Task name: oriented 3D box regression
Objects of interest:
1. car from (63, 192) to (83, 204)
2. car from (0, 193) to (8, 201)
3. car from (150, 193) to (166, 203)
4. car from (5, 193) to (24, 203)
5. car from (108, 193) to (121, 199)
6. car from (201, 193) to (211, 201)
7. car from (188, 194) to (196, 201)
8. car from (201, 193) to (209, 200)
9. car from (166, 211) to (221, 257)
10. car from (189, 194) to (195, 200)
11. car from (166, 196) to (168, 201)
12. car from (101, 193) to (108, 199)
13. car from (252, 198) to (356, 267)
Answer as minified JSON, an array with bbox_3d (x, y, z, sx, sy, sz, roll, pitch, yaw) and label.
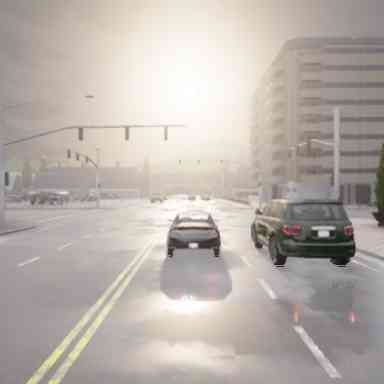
[{"bbox_3d":[-26.714,1.333,74.887,1.970,1.475,3.806,0,0,0],"label":"car"},{"bbox_3d":[-43.612,1.091,74.855,1.932,1.855,4.605,0,0,0],"label":"car"},{"bbox_3d":[-7.010,1.165,66.365,2.150,2.045,5.566,0,0,0],"label":"car"},{"bbox_3d":[-32.535,1.346,59.805,1.970,1.475,3.806,0,0,0],"label":"car"},{"bbox_3d":[-21.054,1.077,92.279,1.932,1.855,4.605,0,0,0],"label":"car"},{"bbox_3d":[3.495,1.455,81.927,1.812,1.442,4.674,0,0,0],"label":"car"},{"bbox_3d":[-0.005,1.410,81.670,1.882,1.535,5.008,0,0,0],"label":"car"},{"bbox_3d":[3.495,1.137,90.874,2.097,1.767,4.553,0,0,0],"label":"car"},{"bbox_3d":[0.063,1.481,12.956,2.128,1.511,4.902,0,0,0],"label":"car"},{"bbox_3d":[-0.005,1.282,90.904,1.837,1.490,4.892,0,0,0],"label":"car"},{"bbox_3d":[-7.005,1.513,81.938,1.895,1.301,4.718,0,0,0],"label":"car"},{"bbox_3d":[-23.948,1.080,92.344,1.905,1.878,3.866,0,0,0],"label":"car"},{"bbox_3d":[3.552,1.212,11.599,2.150,2.045,5.566,0,0,0],"label":"car"}]
